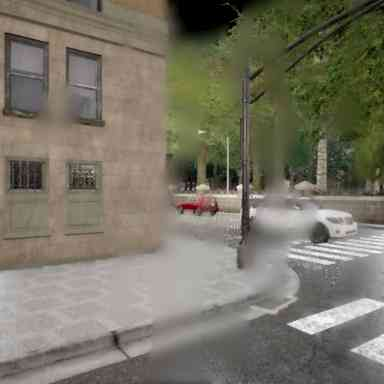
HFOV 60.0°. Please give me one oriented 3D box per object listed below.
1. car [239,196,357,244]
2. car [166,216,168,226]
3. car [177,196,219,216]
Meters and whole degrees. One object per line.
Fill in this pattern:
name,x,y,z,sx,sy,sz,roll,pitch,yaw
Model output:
car,4.901,1.211,16.198,2.150,2.045,5.566,0,0,-44
car,-3.260,1.544,22.222,1.947,1.339,4.313,0,0,-35
car,0.507,1.285,31.760,2.192,1.841,5.009,0,0,-35
